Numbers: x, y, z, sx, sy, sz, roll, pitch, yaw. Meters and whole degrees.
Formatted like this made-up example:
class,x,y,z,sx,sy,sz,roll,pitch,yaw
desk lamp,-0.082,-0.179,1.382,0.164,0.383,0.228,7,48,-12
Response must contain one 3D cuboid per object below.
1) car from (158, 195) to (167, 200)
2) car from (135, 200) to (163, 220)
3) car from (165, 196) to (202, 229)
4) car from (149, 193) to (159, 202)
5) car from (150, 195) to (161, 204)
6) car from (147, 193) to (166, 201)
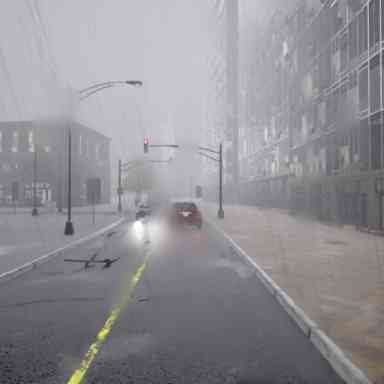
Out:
class,x,y,z,sx,sy,sz,roll,pitch,yaw
car,-7.820,1.512,87.654,1.895,1.301,4.718,0,0,-11
car,-3.748,1.637,28.703,1.895,1.301,4.718,0,0,-3
car,-0.541,1.383,21.914,2.097,1.767,4.553,0,0,-4
car,-9.247,1.286,79.662,2.150,2.045,5.566,0,0,-9
car,-7.110,1.417,64.700,2.097,1.767,4.553,0,0,-7
car,-5.160,1.272,47.031,2.150,2.045,5.566,0,0,-5
